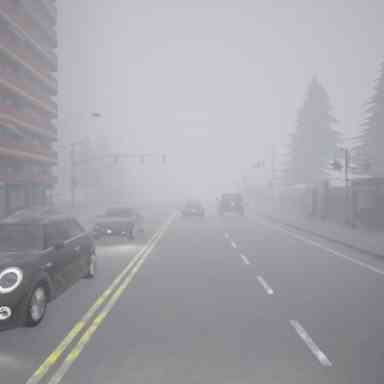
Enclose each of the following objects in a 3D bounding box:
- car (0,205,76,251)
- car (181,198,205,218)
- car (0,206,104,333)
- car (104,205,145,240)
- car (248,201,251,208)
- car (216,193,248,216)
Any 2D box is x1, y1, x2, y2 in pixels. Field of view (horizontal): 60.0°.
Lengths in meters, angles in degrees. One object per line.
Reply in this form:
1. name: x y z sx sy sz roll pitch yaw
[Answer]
1. car: -7.075 1.440 15.069 1.882 1.535 5.008 0 0 0
2. car: 0.100 1.492 29.118 1.994 1.385 4.181 0 0 0
3. car: -3.575 1.335 6.959 2.097 1.767 4.553 0 0 0
4. car: -3.565 1.463 16.851 1.837 1.490 4.892 0 0 0
5. car: 6.124 1.412 44.222 1.812 1.442 4.674 0 0 38
6. car: 3.540 1.143 31.184 2.150 2.045 5.566 0 0 1
